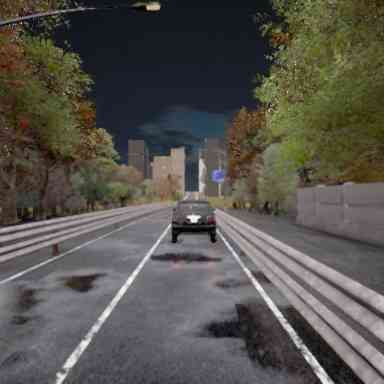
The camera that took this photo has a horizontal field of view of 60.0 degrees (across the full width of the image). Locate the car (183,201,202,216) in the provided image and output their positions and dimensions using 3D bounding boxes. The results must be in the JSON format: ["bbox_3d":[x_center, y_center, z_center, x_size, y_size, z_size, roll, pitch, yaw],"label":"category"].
[{"bbox_3d":[0.081,1.944,40.470,2.097,1.767,4.553,-1,-1,0],"label":"car"}]

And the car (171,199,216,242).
[{"bbox_3d":[0.088,1.406,17.724,2.150,2.045,5.566,0,-1,0],"label":"car"}]
